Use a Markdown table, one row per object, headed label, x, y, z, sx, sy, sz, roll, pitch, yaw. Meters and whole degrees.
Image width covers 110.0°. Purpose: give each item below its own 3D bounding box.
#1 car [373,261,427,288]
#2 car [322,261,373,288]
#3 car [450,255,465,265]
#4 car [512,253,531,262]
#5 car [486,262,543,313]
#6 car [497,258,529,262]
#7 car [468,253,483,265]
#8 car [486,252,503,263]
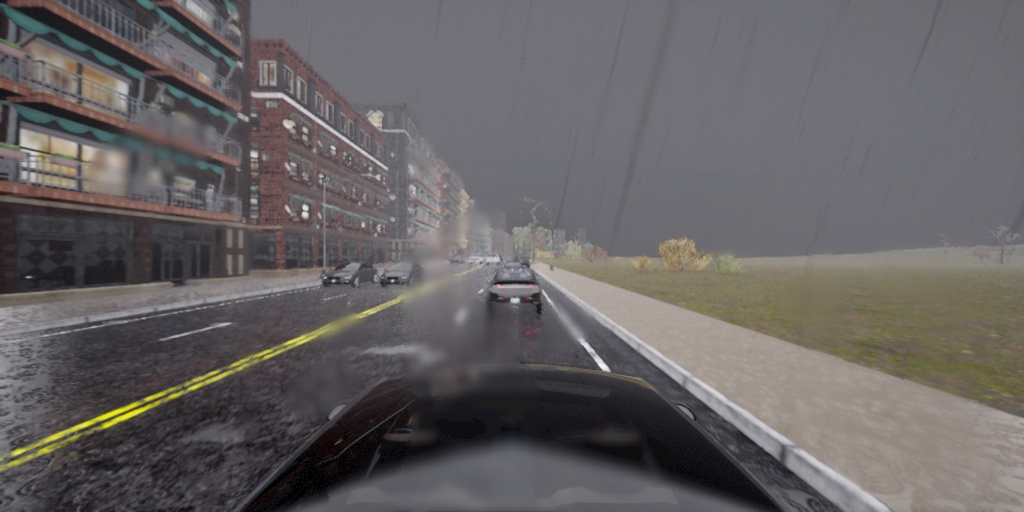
| label | x | y | z | sx | sy | sz | roll | pitch | yaw |
| --- | --- | --- | --- | --- | --- | --- | --- | --- | --- |
| car | -6.588 | 1.103 | 22.209 | 1.837 | 1.490 | 4.892 | 0 | 0 | 0 |
| car | -9.839 | 1.103 | 22.210 | 1.837 | 1.490 | 4.892 | 0 | 0 | 0 |
| car | -9.747 | 0.628 | 64.525 | 2.097 | 1.767 | 4.553 | 0 | 0 | 0 |
| car | 1.150 | 0.651 | 45.028 | 2.150 | 2.045 | 5.566 | 0 | 0 | 0 |
| car | 0.099 | 1.153 | 13.451 | 2.128 | 1.511 | 4.902 | 0 | 0 | 0 |
| car | 0.098 | 1.089 | 29.739 | 2.033 | 1.411 | 5.357 | 0 | 0 | 1 |
| car | -6.492 | 0.498 | 64.429 | 2.150 | 2.045 | 5.566 | 0 | 1 | 0 |
| car | -3.233 | 0.520 | 61.803 | 2.150 | 2.045 | 5.566 | 0 | 0 | 0 |
